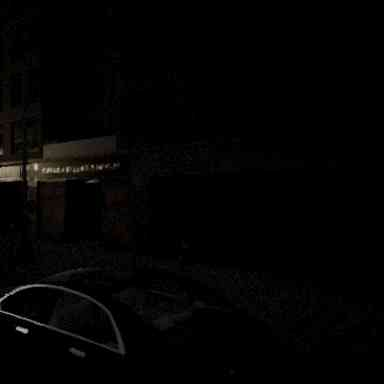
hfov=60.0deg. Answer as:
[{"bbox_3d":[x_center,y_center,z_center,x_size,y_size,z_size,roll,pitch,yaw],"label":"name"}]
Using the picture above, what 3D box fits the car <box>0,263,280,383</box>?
[{"bbox_3d":[-1.212,1.553,3.946,4.403,1.369,2.008,0,0,36],"label":"car"}]
